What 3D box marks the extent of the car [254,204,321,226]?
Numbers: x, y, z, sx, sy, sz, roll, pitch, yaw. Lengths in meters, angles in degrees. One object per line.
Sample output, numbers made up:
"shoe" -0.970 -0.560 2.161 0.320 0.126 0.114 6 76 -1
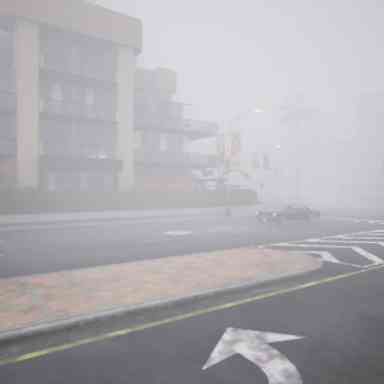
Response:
"car" 6.403 1.447 22.162 4.718 1.301 1.895 0 0 -34
